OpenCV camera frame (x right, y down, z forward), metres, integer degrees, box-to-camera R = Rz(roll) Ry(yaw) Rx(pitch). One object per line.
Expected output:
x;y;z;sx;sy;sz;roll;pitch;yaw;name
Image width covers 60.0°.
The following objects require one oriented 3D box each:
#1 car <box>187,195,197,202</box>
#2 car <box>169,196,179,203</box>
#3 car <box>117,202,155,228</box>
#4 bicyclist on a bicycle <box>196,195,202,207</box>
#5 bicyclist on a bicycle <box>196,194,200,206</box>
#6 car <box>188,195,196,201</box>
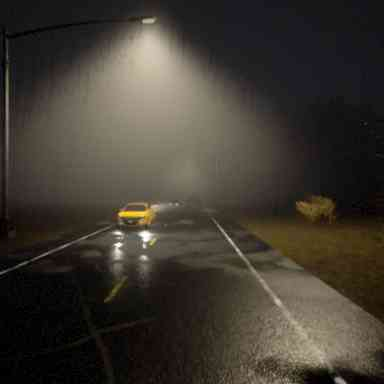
0.004;1.467;69.764;1.994;1.385;4.181;0;0;0;car
-3.503;1.465;65.175;2.033;1.411;5.357;0;0;0;car
-3.598;1.450;21.926;1.882;1.535;5.008;0;0;0;car
0.958;1.382;45.063;0.866;1.612;1.509;0;-1;0;bicyclist on a bicycle
0.966;1.304;54.363;0.659;1.776;1.843;0;0;0;bicyclist on a bicycle
0.005;1.414;79.751;1.812;1.442;4.674;0;0;0;car
